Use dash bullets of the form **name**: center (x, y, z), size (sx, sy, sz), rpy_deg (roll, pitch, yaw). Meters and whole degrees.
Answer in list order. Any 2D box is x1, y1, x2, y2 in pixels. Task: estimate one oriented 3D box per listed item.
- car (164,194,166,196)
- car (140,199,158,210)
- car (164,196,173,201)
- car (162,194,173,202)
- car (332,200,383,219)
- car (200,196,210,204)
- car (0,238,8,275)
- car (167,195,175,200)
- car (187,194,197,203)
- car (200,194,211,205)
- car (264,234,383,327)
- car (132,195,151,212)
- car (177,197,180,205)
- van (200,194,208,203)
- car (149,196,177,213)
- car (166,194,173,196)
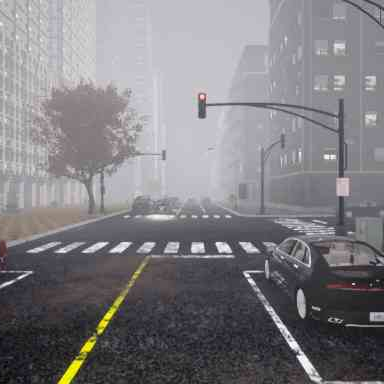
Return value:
- **car**: center (-5.786, 1.627, 72.461), size (1.947, 1.339, 4.313), rpy_deg (0, 0, 0)
- **car**: center (-5.750, 1.592, 44.847), size (1.947, 1.339, 4.313), rpy_deg (0, 0, 0)
- **car**: center (-5.800, 1.632, 83.507), size (2.008, 1.369, 4.403), rpy_deg (0, 0, 0)
- **car**: center (-5.793, 1.385, 77.983), size (2.192, 1.841, 5.009), rpy_deg (0, 0, 0)
- **car**: center (13.391, 1.350, 26.366), size (4.403, 1.369, 2.008), rpy_deg (-1, 1, -1)
- **car**: center (2.602, 1.578, 67.118), size (1.752, 1.417, 4.829), rpy_deg (0, 0, 0)
- **car**: center (-5.701, 1.545, 6.936), size (1.887, 1.381, 4.507), rpy_deg (0, 0, 0)
- **car**: center (-5.814, 1.654, 94.552), size (2.008, 1.369, 4.403), rpy_deg (0, 0, 0)
- **car**: center (-0.089, 1.602, 68.653), size (2.033, 1.411, 5.357), rpy_deg (0, 0, 0)
- **car**: center (2.610, 1.610, 61.425), size (1.947, 1.339, 4.313), rpy_deg (0, 0, 0)
- **car**: center (2.679, 1.551, 6.946), size (2.008, 1.369, 4.403), rpy_deg (0, 0, 0)
- **car**: center (-5.743, 1.336, 39.324), size (2.192, 1.841, 5.009), rpy_deg (0, 0, 0)
- **car**: center (-3.159, 1.630, 47.412), size (1.895, 1.301, 4.718), rpy_deg (0, 0, 0)
- **van**: center (2.595, 1.402, 72.472), size (1.690, 1.788, 3.998), rpy_deg (0, 0, 0)
- **car**: center (-3.147, 1.510, 37.139), size (2.128, 1.511, 4.902), rpy_deg (0, 0, 0)
- **car**: center (-3.151, 1.519, 58.921), size (1.882, 1.535, 5.008), rpy_deg (0, 0, 0)
